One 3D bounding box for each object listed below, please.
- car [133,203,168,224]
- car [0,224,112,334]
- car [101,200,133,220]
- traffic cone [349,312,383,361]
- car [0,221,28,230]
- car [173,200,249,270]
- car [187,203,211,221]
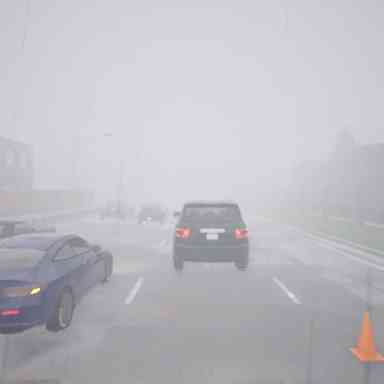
[{"bbox_3d":[-2.942,1.602,25.321,1.837,1.490,4.892,0,-1,0],"label":"car"},{"bbox_3d":[-2.972,1.551,6.763,1.812,1.442,4.674,0,0,0],"label":"car"},{"bbox_3d":[-6.435,1.463,29.149,2.097,1.767,4.553,0,0,0],"label":"car"},{"bbox_3d":[2.436,1.976,4.638,0.340,0.580,0.340,0,0,0],"label":"traffic cone"},{"bbox_3d":[-6.463,1.642,11.521,1.895,1.301,4.718,0,0,0],"label":"car"},{"bbox_3d":[0.535,1.267,11.315,2.150,2.045,5.566,0,0,0],"label":"car"},{"bbox_3d":[0.564,1.678,28.754,1.994,1.385,4.181,0,0,0],"label":"car"}]
